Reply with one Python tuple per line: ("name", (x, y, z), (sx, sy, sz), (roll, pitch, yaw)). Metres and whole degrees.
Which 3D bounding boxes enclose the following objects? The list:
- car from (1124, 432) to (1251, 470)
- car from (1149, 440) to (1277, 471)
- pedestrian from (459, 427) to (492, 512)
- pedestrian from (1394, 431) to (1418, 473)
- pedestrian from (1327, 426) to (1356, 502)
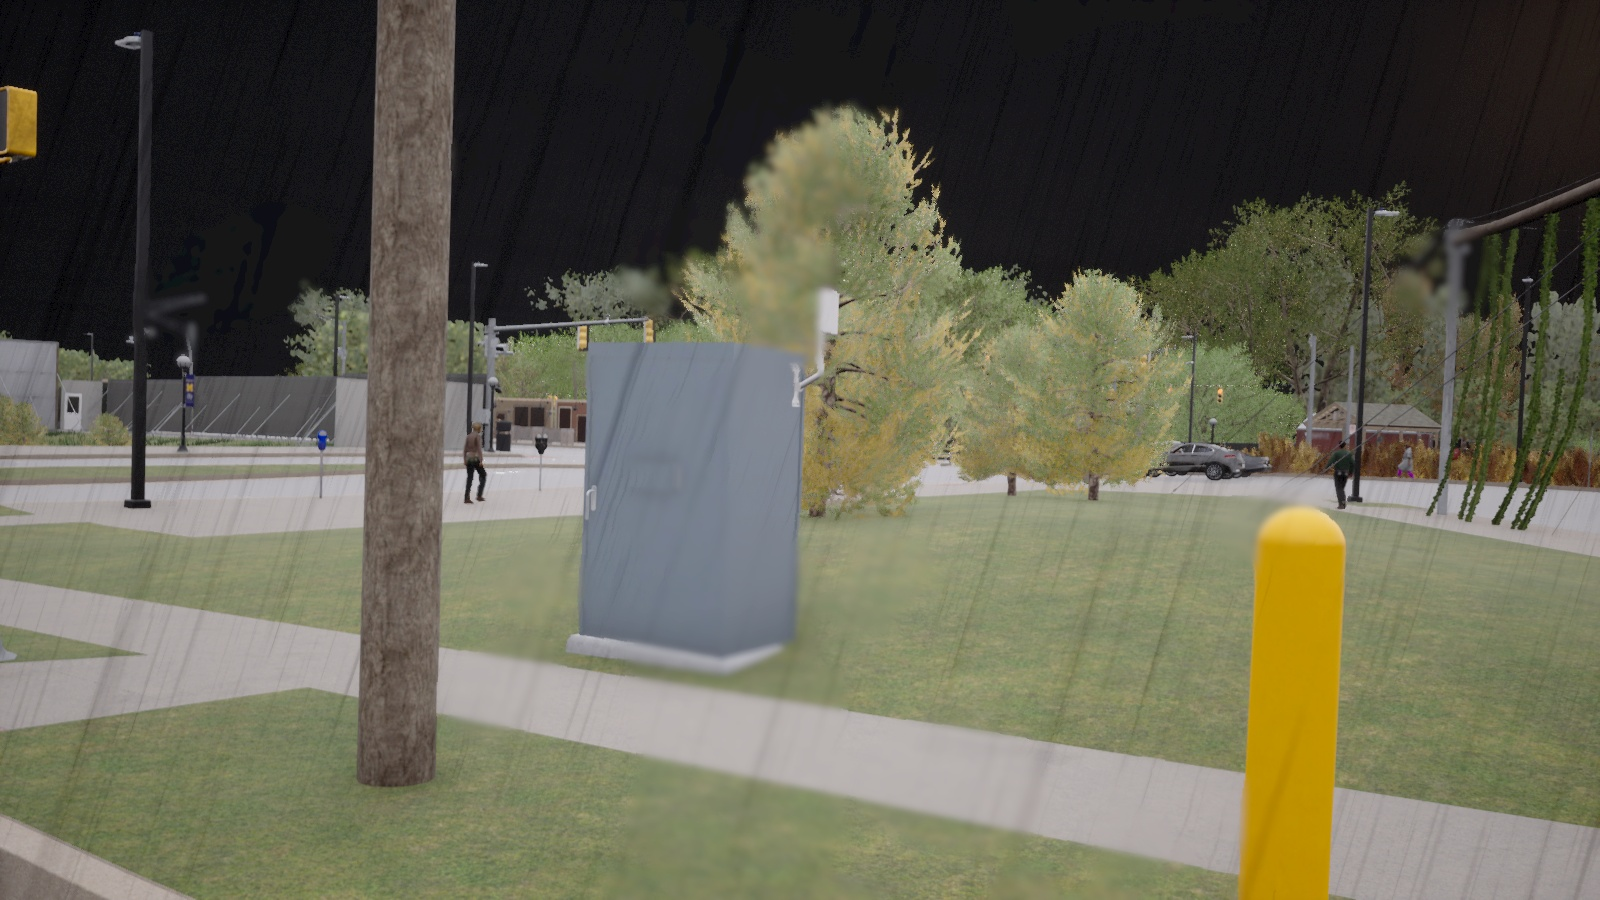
("car", (17.391, 0.029, 56.400), (5.027, 1.651, 2.152), (0, 1, 34))
("car", (19.499, 0.239, 59.383), (5.357, 1.411, 2.033), (0, 1, 34))
("pedestrian", (-7.183, 0.419, 27.801), (0.331, 1.846, 0.634), (2, 2, 31))
("pedestrian", (29.180, 0.084, 60.464), (0.873, 1.952, 0.659), (2, 2, 36))
("pedestrian", (14.040, 0.353, 32.576), (0.423, 1.949, 0.788), (1, 2, 8))
